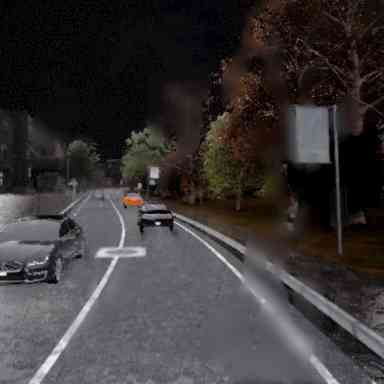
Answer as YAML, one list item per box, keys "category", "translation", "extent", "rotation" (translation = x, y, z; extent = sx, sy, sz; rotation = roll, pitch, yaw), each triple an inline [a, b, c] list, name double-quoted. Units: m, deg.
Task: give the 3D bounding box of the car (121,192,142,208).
- category: "car"
  translation: [-6.635, 0.785, 36.805]
  extent: [2.097, 1.767, 4.553]
  rotation: [1, 1, -15]

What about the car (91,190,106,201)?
- category: "car"
  translation: [-14.157, 0.502, 50.242]
  extent: [2.128, 1.511, 4.902]
  rotation: [1, 1, -15]

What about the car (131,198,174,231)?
- category: "car"
  translation: [-2.217, 1.339, 19.278]
  extent: [2.128, 1.511, 4.902]
  rotation: [1, 1, -12]

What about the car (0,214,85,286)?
- category: "car"
  translation: [-4.319, 1.459, 9.458]
  extent: [1.837, 1.490, 4.892]
  rotation: [0, 1, -7]
